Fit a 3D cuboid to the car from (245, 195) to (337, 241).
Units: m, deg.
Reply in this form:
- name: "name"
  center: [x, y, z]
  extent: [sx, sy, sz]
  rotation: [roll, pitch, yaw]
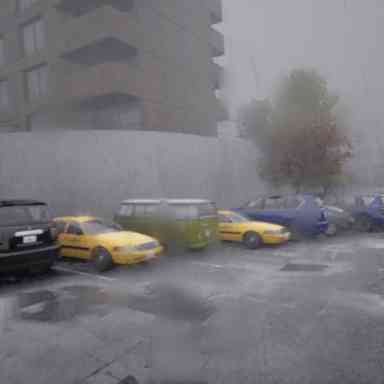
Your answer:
- name: "car"
  center: [3.744, 1.190, 16.300]
  extent: [5.566, 2.045, 2.435]
  rotation: [-1, 0, 35]

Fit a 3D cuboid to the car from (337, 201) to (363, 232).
- name: "car"
  center: [6.221, 1.432, 18.022]
  extent: [4.892, 1.521, 2.231]
  rotation: [-1, 0, 35]

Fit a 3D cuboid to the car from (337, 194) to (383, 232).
- name: "car"
  center: [8.659, 1.170, 19.775]
  extent: [5.566, 2.045, 2.435]
  rotation: [-1, 0, 35]

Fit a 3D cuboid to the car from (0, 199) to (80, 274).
- name: "car"
  center: [-5.997, 1.246, 9.325]
  extent: [5.566, 2.045, 2.435]
  rotation: [-1, 0, 35]

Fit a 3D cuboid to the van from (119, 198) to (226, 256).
- name: "van"
  center: [-1.200, 1.237, 12.860]
  extent: [4.442, 1.987, 1.878]
  rotation: [-1, 0, 35]

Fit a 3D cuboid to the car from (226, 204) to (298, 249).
- name: "car"
  center: [1.490, 1.445, 14.436]
  extent: [5.366, 1.575, 1.946]
  rotation: [-1, -1, 35]

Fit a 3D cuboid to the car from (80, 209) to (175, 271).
- name: "car"
  center: [-3.381, 1.471, 10.945]
  extent: [5.366, 1.575, 1.946]
  rotation: [-1, -1, 35]
